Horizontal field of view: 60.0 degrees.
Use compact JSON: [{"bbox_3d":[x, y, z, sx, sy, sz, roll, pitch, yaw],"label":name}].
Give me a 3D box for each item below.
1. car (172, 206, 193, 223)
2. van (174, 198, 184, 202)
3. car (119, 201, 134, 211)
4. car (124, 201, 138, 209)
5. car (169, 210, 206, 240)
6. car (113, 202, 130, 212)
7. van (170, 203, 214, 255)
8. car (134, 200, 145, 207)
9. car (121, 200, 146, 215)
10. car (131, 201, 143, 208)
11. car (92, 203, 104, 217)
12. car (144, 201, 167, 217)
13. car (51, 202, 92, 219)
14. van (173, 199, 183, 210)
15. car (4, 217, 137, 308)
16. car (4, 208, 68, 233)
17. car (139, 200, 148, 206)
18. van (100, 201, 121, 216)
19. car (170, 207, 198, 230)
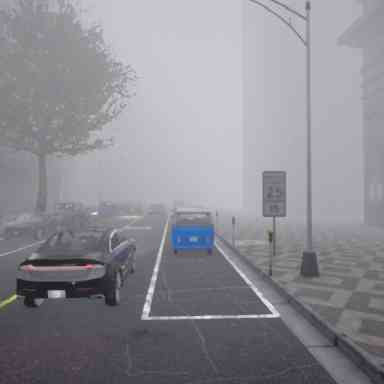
[{"bbox_3d":[-0.945,2.011,30.251,1.802,1.307,4.206,0,-1,-3],"label":"car"},{"bbox_3d":[-1.842,2.011,46.467,1.690,1.788,3.998,0,-1,-3],"label":"van"},{"bbox_3d":[-10.883,2.329,55.533,1.752,1.417,4.829,0,-1,-3],"label":"car"},{"bbox_3d":[-11.185,2.437,60.983,2.008,1.369,4.403,0,-1,-3],"label":"car"},{"bbox_3d":[-0.346,1.837,19.442,1.947,1.339,4.313,0,-1,-3],"label":"car"},{"bbox_3d":[-10.600,2.293,50.421,1.947,1.339,4.313,0,-1,-3],"label":"car"},{"bbox_3d":[-0.045,1.534,14.041,1.690,1.788,3.998,0,-1,-3],"label":"van"},{"bbox_3d":[-12.032,2.664,76.274,1.887,1.381,4.507,0,-1,-3],"label":"car"},{"bbox_3d":[-7.435,2.111,43.197,2.128,1.511,4.902,0,-1,-3],"label":"car"},{"bbox_3d":[-11.731,2.587,70.839,2.008,1.369,4.403,0,-1,-3],"label":"car"},{"bbox_3d":[-9.430,1.963,29.301,2.008,1.369,4.403,0,-1,-3],"label":"car"},{"bbox_3d":[-4.152,2.108,39.183,2.033,1.411,5.357,0,-1,-3],"label":"car"},{"bbox_3d":[-9.137,1.650,24.024,2.192,1.841,5.009,0,-1,-3],"label":"car"},{"bbox_3d":[-2.441,2.174,57.276,1.690,1.788,3.998,0,-1,-3],"label":"van"},{"bbox_3d":[-2.493,1.601,8.220,2.128,1.511,4.902,0,-1,-3],"label":"car"},{"bbox_3d":[-8.845,1.803,18.740,1.887,1.381,4.507,0,-1,-3],"label":"car"},{"bbox_3d":[-12.635,2.838,87.145,2.008,1.369,4.403,0,-1,-3],"label":"car"},{"bbox_3d":[-10.014,1.910,39.864,1.690,1.788,3.998,0,-1,-3],"label":"van"},{"bbox_3d":[-0.645,1.895,24.846,1.887,1.381,4.507,0,-1,-3],"label":"car"}]
